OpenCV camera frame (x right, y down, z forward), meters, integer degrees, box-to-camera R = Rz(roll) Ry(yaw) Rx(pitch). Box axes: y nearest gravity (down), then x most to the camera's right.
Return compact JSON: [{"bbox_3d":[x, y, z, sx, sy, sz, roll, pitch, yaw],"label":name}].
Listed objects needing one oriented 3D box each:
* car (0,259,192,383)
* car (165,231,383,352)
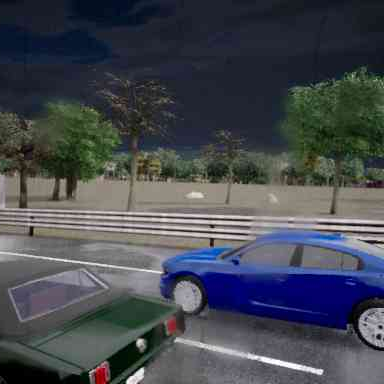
[{"bbox_3d":[-2.564,1.598,4.364,4.718,1.301,1.895,0,0,26],"label":"car"},{"bbox_3d":[1.770,1.478,6.129,5.008,1.535,1.882,0,0,26],"label":"car"}]
